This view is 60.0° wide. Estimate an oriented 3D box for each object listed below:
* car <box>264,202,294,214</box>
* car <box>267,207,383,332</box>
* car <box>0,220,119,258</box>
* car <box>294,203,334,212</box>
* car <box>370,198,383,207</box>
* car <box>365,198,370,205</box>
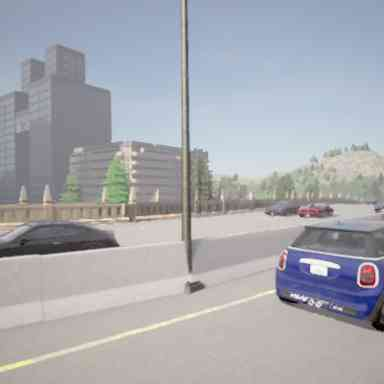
[{"bbox_3d":[9.193,1.669,33.174,2.033,1.411,5.357,0,0,39],"label":"car"},{"bbox_3d":[3.827,1.365,7.080,4.553,1.767,2.097,0,0,-39],"label":"car"},{"bbox_3d":[-4.424,1.570,9.624,4.674,1.442,1.812,0,0,-38],"label":"car"},{"bbox_3d":[11.337,1.698,30.268,1.895,1.301,4.718,0,0,39],"label":"car"},{"bbox_3d":[22.597,1.639,38.536,2.033,1.411,5.357,0,0,39],"label":"car"},{"bbox_3d":[35.343,1.820,65.134,2.033,1.411,5.357,0,-2,39],"label":"car"}]
